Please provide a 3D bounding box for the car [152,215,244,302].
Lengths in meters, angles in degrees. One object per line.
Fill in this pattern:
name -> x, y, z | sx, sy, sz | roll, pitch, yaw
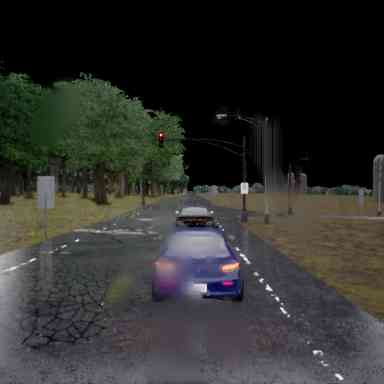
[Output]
car -> 0.120, 1.515, 8.132 | 1.812, 1.442, 4.674 | 0, 0, 0

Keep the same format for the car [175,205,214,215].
car -> 0.134, 1.430, 17.411 | 1.882, 1.535, 5.008 | 0, 0, 0
